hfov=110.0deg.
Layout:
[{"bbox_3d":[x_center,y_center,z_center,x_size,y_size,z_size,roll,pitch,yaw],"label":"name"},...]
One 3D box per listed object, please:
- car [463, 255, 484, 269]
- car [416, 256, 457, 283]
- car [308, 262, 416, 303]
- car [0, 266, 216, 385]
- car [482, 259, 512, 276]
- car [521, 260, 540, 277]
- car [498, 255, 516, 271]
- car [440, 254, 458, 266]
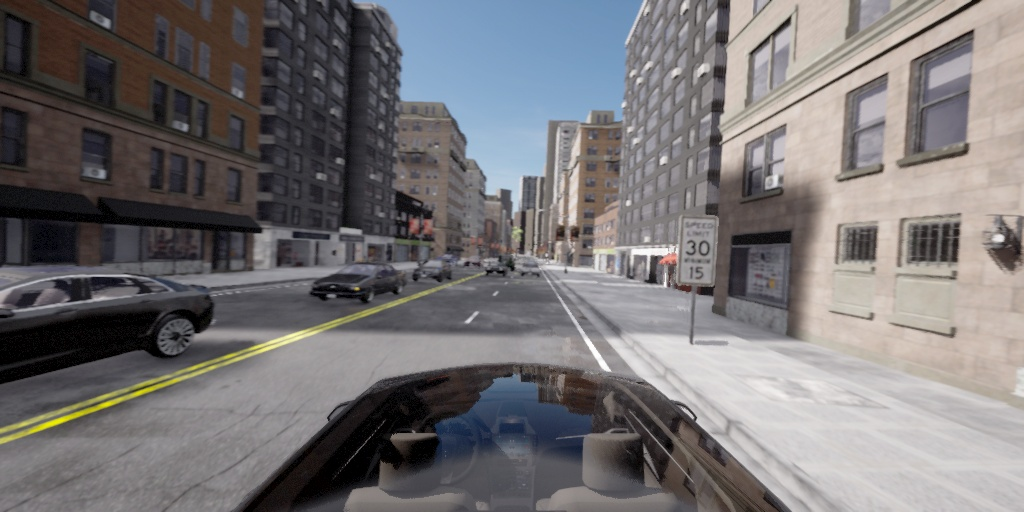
[{"bbox_3d":[-4.360,0.617,41.745,1.882,1.535,5.008,3,0,3],"label":"car"},{"bbox_3d":[-5.420,0.979,24.960,1.812,1.442,4.674,3,0,3],"label":"car"},{"bbox_3d":[-5.996,0.981,14.881,2.033,1.411,5.357,3,0,3],"label":"car"},{"bbox_3d":[-6.572,0.905,4.673,2.128,1.511,4.902,3,0,3],"label":"car"},{"bbox_3d":[-1.433,1.244,35.481,1.895,1.301,4.718,3,0,4],"label":"car"},{"bbox_3d":[1.905,1.410,36.863,1.895,1.301,4.718,3,0,4],"label":"car"},{"bbox_3d":[-0.735,0.880,47.864,2.150,2.045,5.566,3,0,4],"label":"car"},{"bbox_3d":[-7.601,0.453,41.929,1.882,1.535,5.008,3,0,3],"label":"car"}]
